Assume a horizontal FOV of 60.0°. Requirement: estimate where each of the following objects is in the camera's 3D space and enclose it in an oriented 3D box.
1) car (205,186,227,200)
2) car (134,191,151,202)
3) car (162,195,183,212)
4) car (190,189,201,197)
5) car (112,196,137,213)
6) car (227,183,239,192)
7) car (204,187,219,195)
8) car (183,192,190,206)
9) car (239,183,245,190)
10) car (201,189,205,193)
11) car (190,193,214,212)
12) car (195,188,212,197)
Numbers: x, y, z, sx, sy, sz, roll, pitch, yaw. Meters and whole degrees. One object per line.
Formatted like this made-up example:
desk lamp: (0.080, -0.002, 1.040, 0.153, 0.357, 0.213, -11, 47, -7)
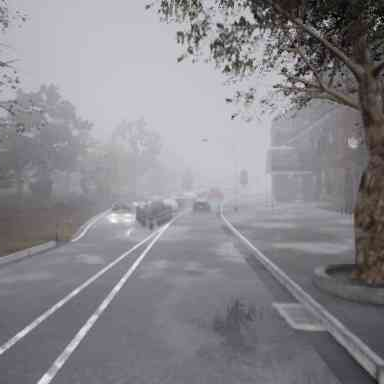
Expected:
car: (4.287, 0.192, 57.688, 2.150, 2.045, 5.566, 0, 3, 13)
car: (-7.549, 0.662, 50.809, 1.837, 1.490, 4.892, 0, 3, 3)
car: (-2.585, 1.491, 37.327, 2.002, 1.452, 4.674, -2, 2, 4)
car: (-0.335, 0.739, 53.823, 2.002, 1.452, 4.674, -1, 2, 12)
car: (-7.201, 1.374, 34.775, 1.895, 1.301, 4.718, 0, 2, -5)
car: (9.850, -0.909, 86.485, 2.231, 1.521, 4.892, -3, 2, 25)
car: (4.211, -0.171, 71.486, 2.097, 1.535, 5.008, 0, 3, 18)
car: (-2.072, 1.157, 43.441, 2.097, 1.535, 5.008, 1, 3, 9)
car: (12.201, -1.167, 91.551, 2.231, 1.521, 4.892, -3, 2, 26)
car: (0.993, 0.413, 59.905, 2.097, 1.535, 5.008, -1, 3, 14)
car: (1.197, 1.374, 38.456, 1.882, 1.535, 5.008, 0, 3, 5)
car: (2.389, 0.130, 65.434, 2.231, 1.521, 4.892, 0, 3, 16)
